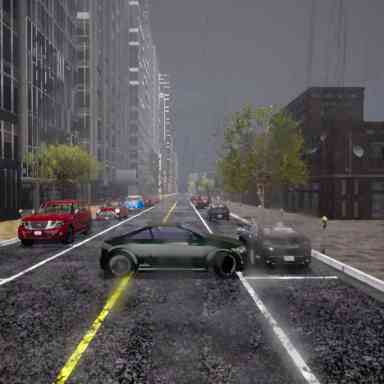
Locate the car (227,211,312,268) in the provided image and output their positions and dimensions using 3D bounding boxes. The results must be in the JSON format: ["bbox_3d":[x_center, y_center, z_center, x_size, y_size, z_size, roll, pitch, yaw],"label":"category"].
[{"bbox_3d":[2.556,1.548,11.116,2.008,1.369,4.403,-1,0,-1],"label":"car"}]

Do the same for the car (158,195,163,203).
[{"bbox_3d":[-7.381,1.522,66.234,1.887,1.381,4.507,-1,0,-1],"label":"car"}]

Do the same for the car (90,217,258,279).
[{"bbox_3d":[-0.462,1.557,9.516,4.181,1.385,1.994,0,0,-1],"label":"car"}]

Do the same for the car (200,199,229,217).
[{"bbox_3d":[2.028,1.543,26.976,2.008,1.369,4.403,-1,0,-1],"label":"car"}]

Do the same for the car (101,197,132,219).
[{"bbox_3d":[-6.375,1.432,26.775,1.967,1.590,4.097,-1,0,-1],"label":"car"}]

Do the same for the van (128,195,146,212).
[{"bbox_3d":[-6.669,1.329,38.569,1.690,1.788,3.998,-1,0,-1],"label":"van"}]

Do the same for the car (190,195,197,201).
[{"bbox_3d":[0.426,1.551,88.570,1.802,1.307,4.206,-1,0,-1],"label":"car"}]

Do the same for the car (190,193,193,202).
[{"bbox_3d":[0.850,1.291,71.972,2.192,1.841,5.009,-1,0,-1],"label":"car"}]

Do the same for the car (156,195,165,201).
[{"bbox_3d":[-7.806,1.497,82.663,1.752,1.417,4.829,-1,0,-1],"label":"car"}]

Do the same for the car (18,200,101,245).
[{"bbox_3d":[-6.181,1.310,15.707,2.192,1.841,5.009,-1,0,-1],"label":"car"}]

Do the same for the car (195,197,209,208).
[{"bbox_3d":[1.421,1.509,50.011,1.752,1.417,4.829,-1,0,-1],"label":"car"}]

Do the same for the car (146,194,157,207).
[{"bbox_3d":[-6.955,1.299,49.635,2.192,1.841,5.009,-1,0,-1],"label":"car"}]

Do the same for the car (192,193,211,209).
[{"bbox_3d":[1.565,1.301,44.309,2.192,1.841,5.009,-1,0,-1],"label":"car"}]
